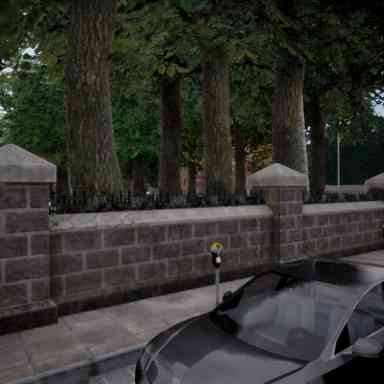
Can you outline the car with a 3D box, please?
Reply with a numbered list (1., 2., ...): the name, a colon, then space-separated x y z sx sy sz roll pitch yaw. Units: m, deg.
1. car: 1.470 1.565 3.872 4.313 1.339 1.947 0 -1 -36
